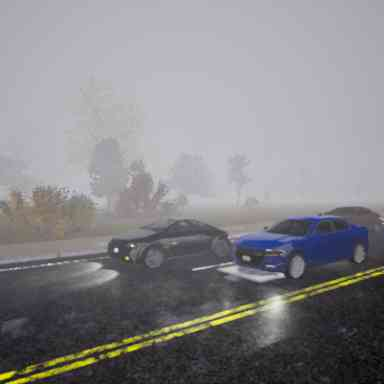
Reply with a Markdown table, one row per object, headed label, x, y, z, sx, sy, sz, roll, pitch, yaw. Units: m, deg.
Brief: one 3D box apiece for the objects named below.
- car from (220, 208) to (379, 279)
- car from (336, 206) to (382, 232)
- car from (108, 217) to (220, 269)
| label | x | y | z | sx | sy | sz | roll | pitch | yaw |
| --- | --- | --- | --- | --- | --- | --- | --- | --- | --- |
| car | 3.450 | 1.458 | 10.161 | 5.008 | 1.535 | 1.882 | 0 | 0 | -36 |
| car | 8.262 | 1.481 | 17.602 | 4.674 | 1.442 | 1.812 | 0 | 0 | -35 |
| car | -0.667 | 1.562 | 11.211 | 4.181 | 1.385 | 1.994 | 0 | 0 | -36 |
